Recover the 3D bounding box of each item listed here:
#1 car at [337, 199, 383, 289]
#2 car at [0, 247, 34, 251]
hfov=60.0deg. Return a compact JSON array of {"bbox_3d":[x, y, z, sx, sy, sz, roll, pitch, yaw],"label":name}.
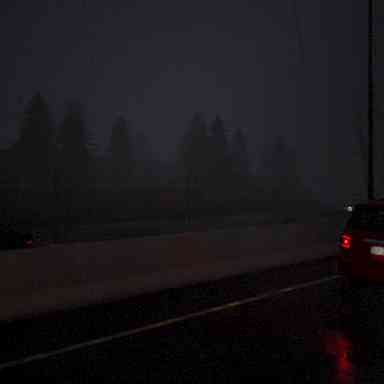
[{"bbox_3d":[5.687,1.188,7.838,5.566,2.045,2.150,0,0,-36],"label":"car"},{"bbox_3d":[-6.456,1.508,7.995,4.892,1.490,1.837,0,0,-36],"label":"car"}]
